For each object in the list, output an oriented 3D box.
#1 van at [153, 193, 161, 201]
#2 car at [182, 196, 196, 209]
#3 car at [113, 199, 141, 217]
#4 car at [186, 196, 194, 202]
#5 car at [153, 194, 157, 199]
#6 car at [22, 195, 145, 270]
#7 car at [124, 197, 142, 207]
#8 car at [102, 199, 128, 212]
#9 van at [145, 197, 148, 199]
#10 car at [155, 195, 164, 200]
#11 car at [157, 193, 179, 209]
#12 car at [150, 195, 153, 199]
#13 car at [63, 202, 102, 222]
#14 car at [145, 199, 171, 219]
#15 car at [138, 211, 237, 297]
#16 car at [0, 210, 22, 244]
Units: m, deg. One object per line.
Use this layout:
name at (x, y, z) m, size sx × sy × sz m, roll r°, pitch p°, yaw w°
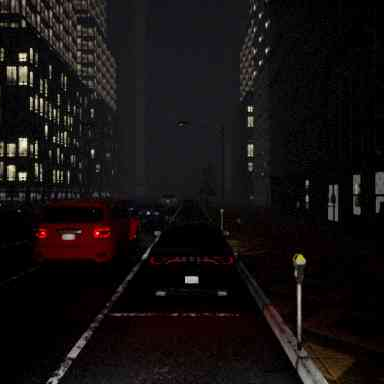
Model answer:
van at (-8.831, 1.286, 84.106) m, size 1.690 × 1.788 × 3.998 m, roll 0°, pitch 0°, yaw 0°
car at (-0.452, 1.548, 44.248) m, size 1.947 × 1.339 × 4.313 m, roll 0°, pitch 0°, yaw 0°
car at (-6.240, 1.495, 32.424) m, size 1.837 × 1.490 × 4.892 m, roll 0°, pitch 0°, yaw 0°
car at (-0.452, 1.533, 78.399) m, size 1.802 × 1.307 × 4.206 m, roll 0°, pitch 0°, yaw 0°
car at (-8.832, 1.391, 78.413) m, size 1.967 × 1.590 × 4.097 m, roll 0°, pitch 0°, yaw 0°
car at (-3.149, 1.222, 11.165) m, size 2.150 × 2.045 × 5.566 m, roll 0°, pitch 0°, yaw 0°
car at (-8.833, 1.523, 49.953) m, size 1.887 × 1.381 × 4.507 m, roll 0°, pitch 0°, yaw 0°
car at (-8.833, 1.537, 38.569) m, size 2.008 × 1.369 × 4.403 m, roll 0°, pitch 0°, yaw 0°
van at (-8.832, 1.315, 55.646) m, size 1.690 × 1.788 × 3.998 m, roll 0°, pitch 0°, yaw 0°
car at (-8.832, 1.504, 89.799) m, size 1.947 × 1.339 × 4.313 m, roll 0°, pitch 0°, yaw 0°
car at (-3.051, 1.203, 45.166) m, size 2.150 × 2.045 × 5.566 m, roll 0°, pitch 0°, yaw 0°
car at (-8.833, 1.550, 61.338) m, size 1.802 × 1.307 × 4.206 m, roll 0°, pitch 0°, yaw 0°
car at (-8.832, 1.575, 27.183) m, size 1.802 × 1.307 × 4.206 m, roll 0°, pitch 0°, yaw 0°
car at (-3.061, 1.541, 25.942) m, size 2.033 × 1.411 × 5.357 m, roll 0°, pitch 0°, yaw 0°
car at (-0.006, 1.477, 8.649) m, size 1.882 × 1.535 × 5.008 m, roll 0°, pitch 0°, yaw 0°
car at (-8.833, 1.563, 15.800) m, size 1.947 × 1.339 × 4.313 m, roll 0°, pitch 0°, yaw 0°
